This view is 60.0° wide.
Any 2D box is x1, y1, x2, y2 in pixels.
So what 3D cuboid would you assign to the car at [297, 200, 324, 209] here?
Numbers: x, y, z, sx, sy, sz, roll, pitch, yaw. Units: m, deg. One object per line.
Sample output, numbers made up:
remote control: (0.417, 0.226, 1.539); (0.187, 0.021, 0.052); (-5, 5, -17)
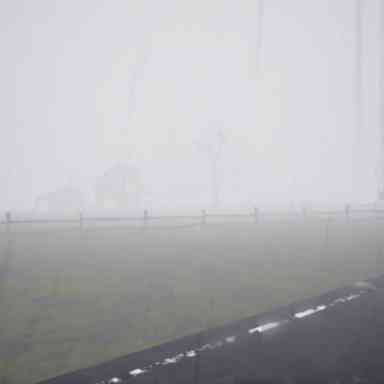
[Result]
car: (19.598, 2.073, 55.337); (2.033, 1.411, 5.357); (1, -1, -17)
